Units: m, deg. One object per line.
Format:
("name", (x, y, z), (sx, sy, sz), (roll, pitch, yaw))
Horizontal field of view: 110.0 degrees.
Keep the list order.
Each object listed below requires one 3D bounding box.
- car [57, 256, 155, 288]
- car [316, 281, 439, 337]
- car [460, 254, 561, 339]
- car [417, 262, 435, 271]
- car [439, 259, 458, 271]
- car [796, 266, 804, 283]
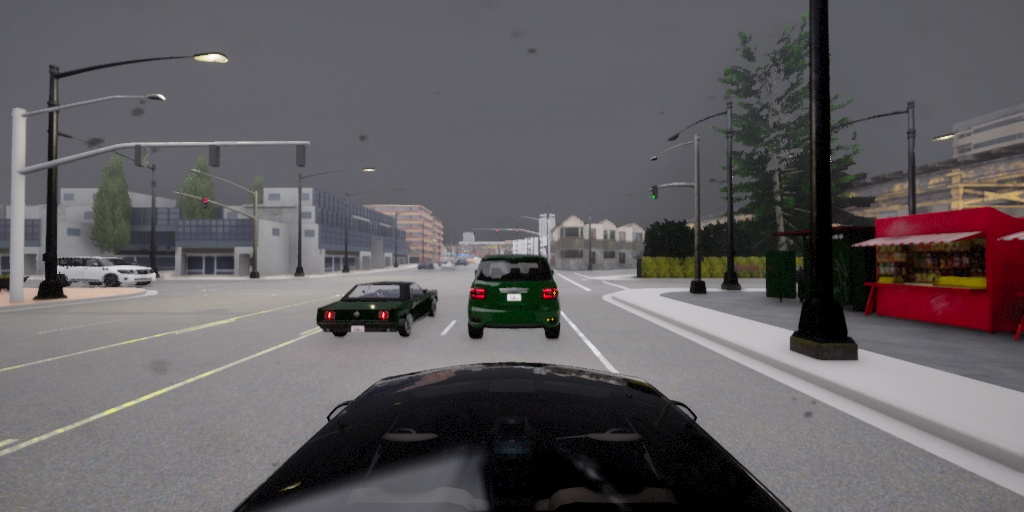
("car", (-27.103, 1.036, 23.739), (5.566, 2.045, 2.150), (0, -1, 0))
("car", (-3.437, 1.359, 10.257), (1.895, 1.301, 4.718), (0, 0, 0))
("car", (0.060, 0.977, 10.240), (2.150, 2.045, 5.566), (0, 0, 0))
("car", (-14.115, 1.654, 59.000), (2.033, 1.411, 5.357), (0, 0, 0))
("car", (-10.615, 1.631, 59.278), (1.812, 1.442, 4.674), (0, 0, 0))
("car", (21.695, 1.420, 27.076), (4.181, 1.385, 1.994), (0, -1, 0))
